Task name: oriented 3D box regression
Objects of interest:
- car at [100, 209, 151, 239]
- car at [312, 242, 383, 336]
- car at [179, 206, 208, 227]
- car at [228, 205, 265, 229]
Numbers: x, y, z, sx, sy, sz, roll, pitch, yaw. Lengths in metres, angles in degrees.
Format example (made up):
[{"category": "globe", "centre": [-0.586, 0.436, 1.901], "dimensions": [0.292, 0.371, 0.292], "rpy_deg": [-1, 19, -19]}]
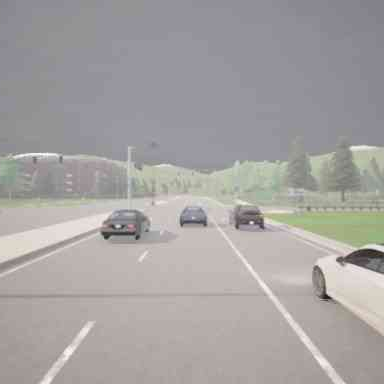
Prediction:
[{"category": "car", "centre": [-3.402, 1.633, 17.783], "dimensions": [2.033, 1.411, 5.357], "rpy_deg": [0, 0, 0]}, {"category": "car", "centre": [3.598, 1.554, 5.558], "dimensions": [1.812, 1.442, 4.674], "rpy_deg": [0, -1, 0]}, {"category": "car", "centre": [0.099, 1.680, 24.120], "dimensions": [1.994, 1.385, 4.181], "rpy_deg": [0, 0, 0]}, {"category": "car", "centre": [3.599, 1.613, 22.439], "dimensions": [1.837, 1.490, 4.892], "rpy_deg": [0, 0, 0]}]
